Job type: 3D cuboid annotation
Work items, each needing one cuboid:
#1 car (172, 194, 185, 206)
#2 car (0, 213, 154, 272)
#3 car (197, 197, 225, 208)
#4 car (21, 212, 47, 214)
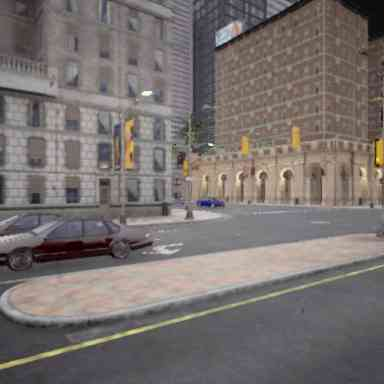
[{"bbox_3d":[-3.042,1.527,55.593,1.812,1.442,4.674,0,0,-35],"label":"car"},{"bbox_3d":[-3.933,1.547,10.967,5.357,1.411,2.033,0,0,-35],"label":"car"},{"bbox_3d":[2.682,1.480,47.539,1.882,1.535,5.008,0,0,-36],"label":"car"},{"bbox_3d":[-6.454,1.546,13.471,5.357,1.411,2.033,0,0,-35],"label":"car"}]
